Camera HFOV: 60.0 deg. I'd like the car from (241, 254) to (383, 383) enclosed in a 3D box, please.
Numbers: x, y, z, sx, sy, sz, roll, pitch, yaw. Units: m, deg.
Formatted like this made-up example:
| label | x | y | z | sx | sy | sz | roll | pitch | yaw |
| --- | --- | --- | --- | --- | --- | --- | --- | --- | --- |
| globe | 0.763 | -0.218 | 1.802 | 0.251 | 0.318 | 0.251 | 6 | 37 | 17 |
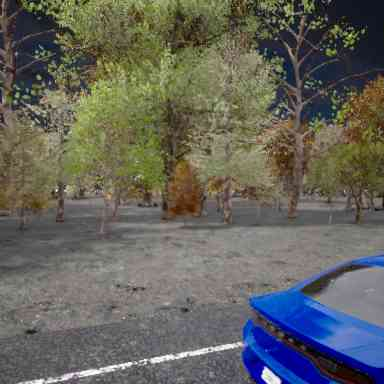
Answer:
| label | x | y | z | sx | sy | sz | roll | pitch | yaw |
| --- | --- | --- | --- | --- | --- | --- | --- | --- | --- |
| car | 3.002 | 1.477 | 3.808 | 5.008 | 1.535 | 1.882 | 0 | 0 | -21 |
